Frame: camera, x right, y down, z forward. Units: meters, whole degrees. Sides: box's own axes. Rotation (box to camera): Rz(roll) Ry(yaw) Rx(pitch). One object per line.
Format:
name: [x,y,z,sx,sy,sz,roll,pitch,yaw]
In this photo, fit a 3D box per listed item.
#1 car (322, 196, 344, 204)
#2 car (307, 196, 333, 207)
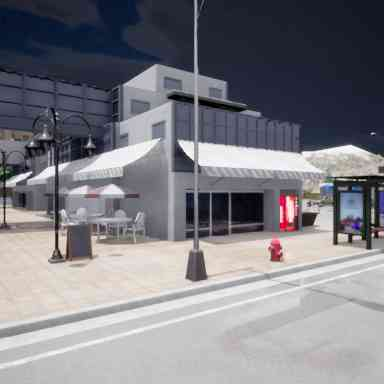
car: [28.398,1.489,66.886,4.514,1.523,2.007,0,0,-36]
car: [19.116,1.345,48.773,5.027,1.636,2.152,0,0,-36]
